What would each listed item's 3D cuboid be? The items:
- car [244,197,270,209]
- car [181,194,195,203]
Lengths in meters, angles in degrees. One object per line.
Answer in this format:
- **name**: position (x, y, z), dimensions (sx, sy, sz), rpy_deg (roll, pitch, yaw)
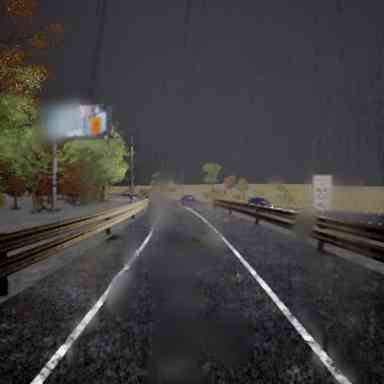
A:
- **car**: position (8.126, 1.415, 41.900), dimensions (1.812, 1.442, 4.674), rpy_deg (0, 0, -17)
- **car**: position (-0.855, 1.303, 70.535), dimensions (2.097, 1.767, 4.553), rpy_deg (0, 0, -17)
